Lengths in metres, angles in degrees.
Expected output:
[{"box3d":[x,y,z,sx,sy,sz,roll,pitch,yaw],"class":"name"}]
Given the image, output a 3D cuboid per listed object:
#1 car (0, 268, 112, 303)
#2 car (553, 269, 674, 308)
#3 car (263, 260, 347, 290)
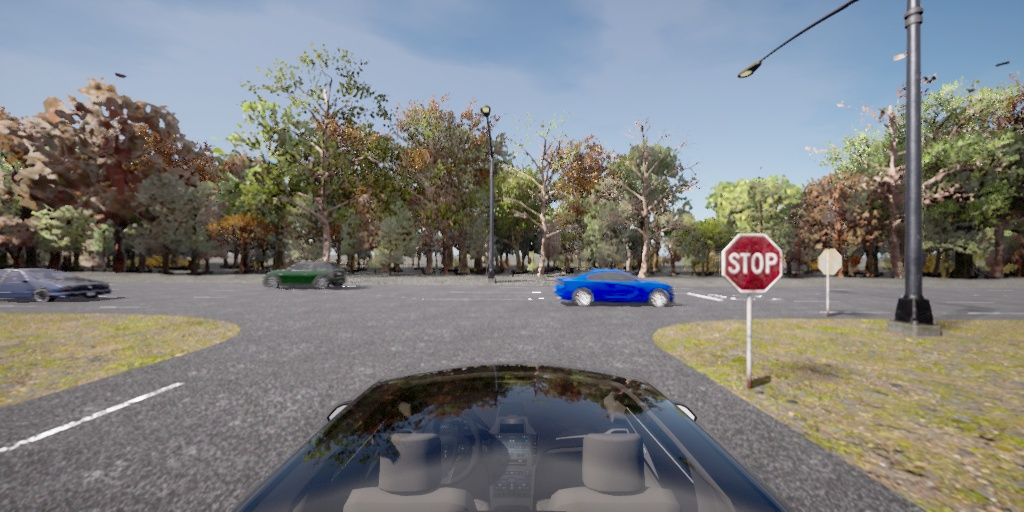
[{"box3d":[-20.913,1.242,15.638,5.357,1.411,2.033,0,0,2],"class":"car"},{"box3d":[4.289,1.309,15.340,5.008,1.535,1.882,0,0,0],"class":"car"},{"box3d":[-12.925,1.124,22.473,4.553,1.767,2.097,0,0,1],"class":"car"}]
